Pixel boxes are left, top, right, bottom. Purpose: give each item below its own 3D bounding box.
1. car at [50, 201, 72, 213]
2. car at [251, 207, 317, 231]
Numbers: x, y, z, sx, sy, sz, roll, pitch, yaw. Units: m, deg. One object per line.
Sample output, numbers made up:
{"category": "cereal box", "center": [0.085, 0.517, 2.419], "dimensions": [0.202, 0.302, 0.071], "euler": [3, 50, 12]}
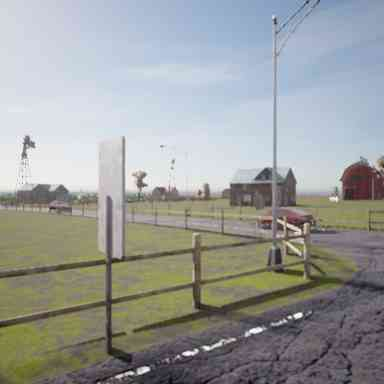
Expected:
{"category": "car", "center": [-19.736, 2.121, 49.835], "dimensions": [2.097, 1.767, 4.553], "euler": [0, -1, -42]}
{"category": "car", "center": [5.993, 1.757, 22.156], "dimensions": [1.812, 1.442, 4.674], "euler": [-1, -1, -35]}
